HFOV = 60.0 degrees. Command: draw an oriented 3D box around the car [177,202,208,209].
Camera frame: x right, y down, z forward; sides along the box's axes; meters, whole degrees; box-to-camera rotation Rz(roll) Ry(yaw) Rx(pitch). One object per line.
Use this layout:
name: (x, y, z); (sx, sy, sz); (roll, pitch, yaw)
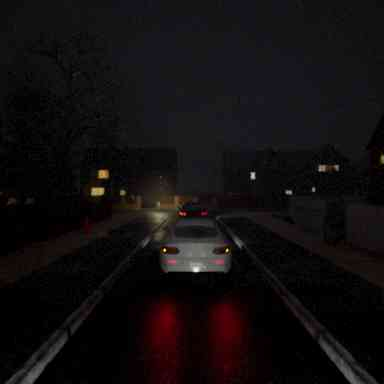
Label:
car: (0.058, 1.348, 20.745); (1.812, 1.442, 4.674); (0, 0, -1)

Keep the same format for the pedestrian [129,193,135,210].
pedestrian: (-6.745, 1.039, 37.193); (0.375, 1.860, 0.375); (0, 0, 1)

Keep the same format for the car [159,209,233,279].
car: (0.094, 1.442, 9.667); (1.812, 1.442, 4.674); (0, 1, 0)
